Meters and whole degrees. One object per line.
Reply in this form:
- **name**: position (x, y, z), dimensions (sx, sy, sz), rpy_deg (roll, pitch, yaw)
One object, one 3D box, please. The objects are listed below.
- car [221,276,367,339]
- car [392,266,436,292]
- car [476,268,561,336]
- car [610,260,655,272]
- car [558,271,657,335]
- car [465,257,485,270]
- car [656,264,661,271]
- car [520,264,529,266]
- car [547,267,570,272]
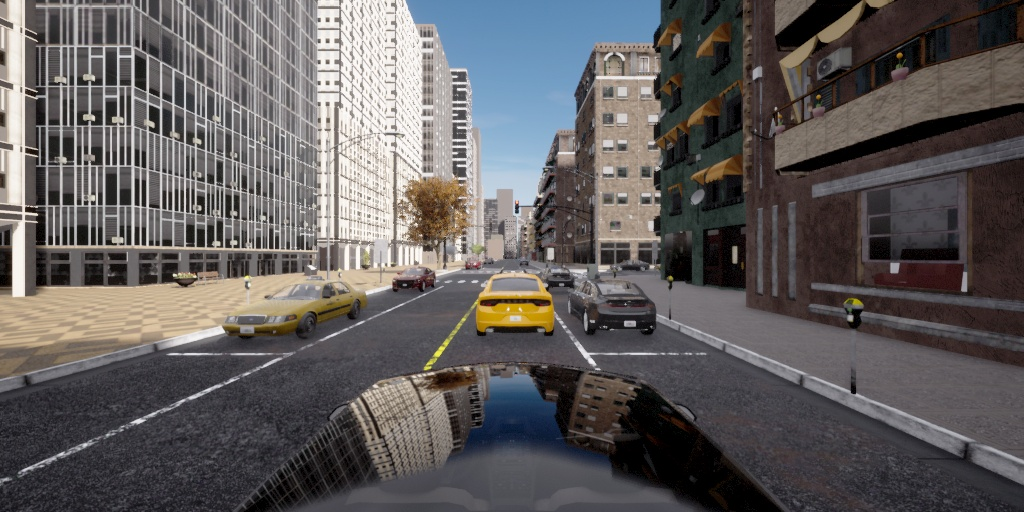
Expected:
- **car**: position (-5.706, 1.276, 10.132), dimensions (1.751, 1.417, 4.829), rpy_deg (0, 0, 0)
- **car**: position (-5.726, 1.300, 21.367), dimensions (1.888, 1.381, 4.507), rpy_deg (0, 0, 0)
- **car**: position (0.073, 1.228, 10.410), dimensions (1.882, 1.535, 5.008), rpy_deg (0, 0, 0)
- **car**: position (13.366, 1.109, 40.817), dimensions (4.403, 1.370, 2.007), rpy_deg (0, 0, -1)
- **car**: position (2.674, 1.301, 10.316), dimensions (2.007, 1.370, 4.403), rpy_deg (0, 0, 0)
- **car**: position (-5.784, 1.099, 53.755), dimensions (2.192, 1.841, 5.009), rpy_deg (0, 0, 0)
- **car**: position (18.763, 1.006, 40.881), dimensions (4.829, 1.417, 1.751), rpy_deg (0, 0, -1)
- **car**: position (0.066, 1.355, 20.689), dimensions (1.895, 1.301, 4.718), rpy_deg (0, 0, 0)
- **car**: position (2.654, 1.305, 21.382), dimensions (2.007, 1.370, 4.403), rpy_deg (0, 0, 0)
